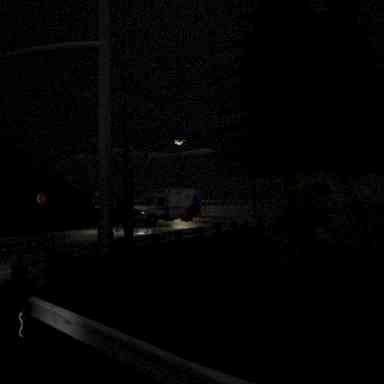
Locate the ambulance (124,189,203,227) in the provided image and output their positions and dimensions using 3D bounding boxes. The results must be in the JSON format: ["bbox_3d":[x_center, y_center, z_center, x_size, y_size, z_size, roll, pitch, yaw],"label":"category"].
[{"bbox_3d":[-1.860,0.998,23.188,2.351,2.431,6.366,-1,0,35],"label":"ambulance"}]
